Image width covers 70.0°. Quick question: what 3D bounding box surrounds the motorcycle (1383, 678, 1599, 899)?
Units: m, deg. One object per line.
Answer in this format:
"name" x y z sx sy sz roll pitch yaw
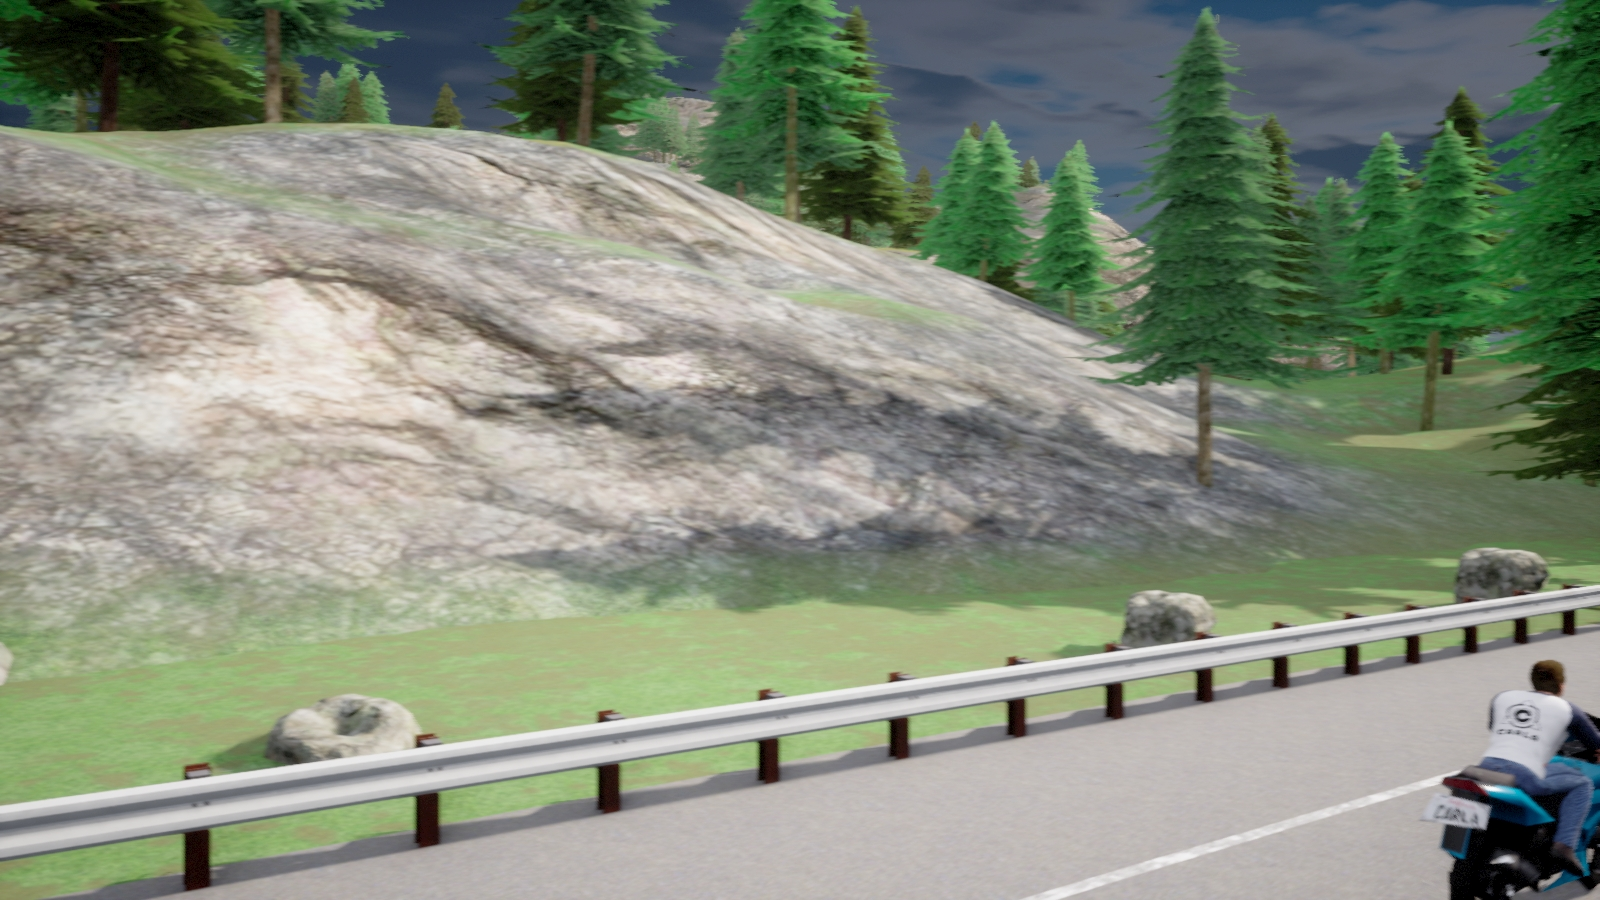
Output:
"motorcycle" 4.502 2.174 6.933 2.033 1.217 0.803 0 1 -33
